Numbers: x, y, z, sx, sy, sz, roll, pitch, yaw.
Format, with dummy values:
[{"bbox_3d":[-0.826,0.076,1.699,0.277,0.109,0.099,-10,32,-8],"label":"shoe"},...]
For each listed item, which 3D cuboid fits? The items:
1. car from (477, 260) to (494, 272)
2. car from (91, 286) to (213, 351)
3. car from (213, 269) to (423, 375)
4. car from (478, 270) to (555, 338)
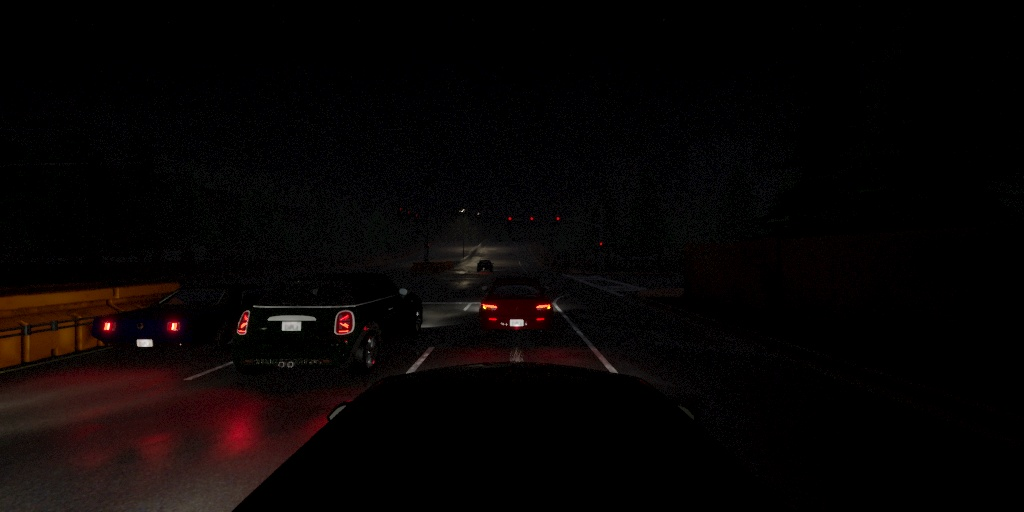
[{"bbox_3d":[-3.383,1.255,45.477,1.837,1.490,4.892,0,0,0],"label":"car"},{"bbox_3d":[-6.897,1.351,8.963,1.895,1.301,4.718,0,0,0],"label":"car"},{"bbox_3d":[-3.396,1.102,7.647,2.097,1.767,4.553,0,0,0],"label":"car"},{"bbox_3d":[0.103,1.276,10.035,1.812,1.442,4.674,0,0,0],"label":"car"}]
